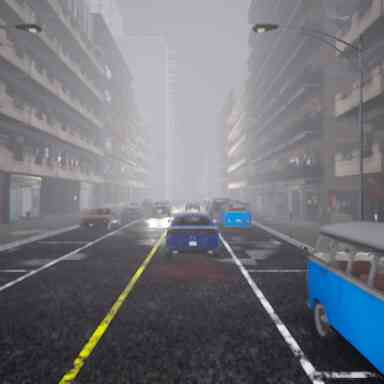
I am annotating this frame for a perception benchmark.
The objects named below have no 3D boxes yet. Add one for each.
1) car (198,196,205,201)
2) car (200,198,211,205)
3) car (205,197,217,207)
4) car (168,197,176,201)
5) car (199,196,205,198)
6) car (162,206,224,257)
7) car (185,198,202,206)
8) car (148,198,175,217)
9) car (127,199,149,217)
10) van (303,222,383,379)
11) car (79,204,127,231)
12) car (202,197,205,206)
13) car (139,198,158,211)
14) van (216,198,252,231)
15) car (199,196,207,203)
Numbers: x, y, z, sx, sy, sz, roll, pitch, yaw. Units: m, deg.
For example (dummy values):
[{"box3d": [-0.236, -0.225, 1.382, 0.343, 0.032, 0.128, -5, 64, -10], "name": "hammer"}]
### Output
[{"box3d": [2.690, 1.845, 94.895, 1.967, 1.590, 4.097, 0, 0, 0], "name": "car"}, {"box3d": [2.691, 1.826, 66.483, 2.008, 1.369, 4.403, 0, 0, 0], "name": "car"}, {"box3d": [2.692, 1.444, 32.390, 2.192, 1.841, 5.009, 0, 0, 0], "name": "car"}, {"box3d": [-5.691, 1.987, 94.892, 1.802, 1.307, 4.206, 0, 0, 0], "name": "car"}, {"box3d": [2.692, 1.800, 60.801, 2.008, 1.369, 4.403, 0, 0, 0], "name": "car"}, {"box3d": [0.019, 1.530, 13.262, 1.882, 1.535, 5.008, 0, 0, 0], "name": "car"}, {"box3d": [0.099, 1.780, 44.531, 1.895, 1.301, 4.718, 0, 0, 0], "name": "car"}, {"box3d": [-3.002, 1.629, 33.425, 2.128, 1.511, 4.902, 0, 0, 0], "name": "car"}, {"box3d": [-5.689, 1.680, 32.386, 2.008, 1.369, 4.403, 0, 0, 0], "name": "car"}, {"box3d": [2.694, 1.357, 3.978, 1.690, 1.788, 3.998, 0, 0, 0], "name": "van"}, {"box3d": [-5.688, 1.628, 21.021, 1.887, 1.381, 4.507, 0, 0, 0], "name": "car"}, {"box3d": [2.692, 1.742, 43.753, 1.947, 1.339, 4.313, 0, 0, 0], "name": "car"}, {"box3d": [-5.689, 1.616, 43.751, 1.967, 1.590, 4.097, 0, 0, 0], "name": "car"}, {"box3d": [2.693, 1.424, 21.025, 1.690, 1.788, 3.998, 0, 0, 0], "name": "van"}, {"box3d": [2.690, 1.792, 83.530, 1.967, 1.590, 4.097, 0, 0, 0], "name": "car"}]
